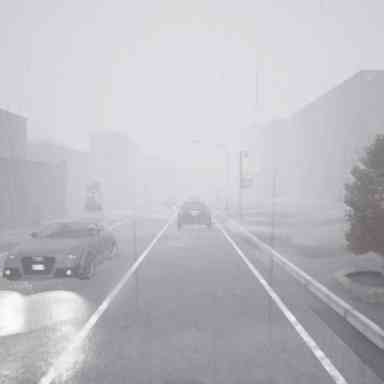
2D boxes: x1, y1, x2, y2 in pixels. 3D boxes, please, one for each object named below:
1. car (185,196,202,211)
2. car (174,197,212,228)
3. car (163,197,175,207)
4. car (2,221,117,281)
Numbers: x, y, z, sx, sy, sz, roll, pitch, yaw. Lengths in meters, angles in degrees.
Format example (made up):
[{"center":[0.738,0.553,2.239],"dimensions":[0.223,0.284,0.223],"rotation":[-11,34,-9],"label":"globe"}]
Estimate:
[{"center":[0.144,1.356,42.408],"dimensions":[2.097,1.767,4.553],"rotation":[0,0,0],"label":"car"},{"center":[0.153,1.336,22.018],"dimensions":[2.097,1.767,4.553],"rotation":[0,0,0],"label":"car"},{"center":[-3.332,1.506,51.676],"dimensions":[1.882,1.535,5.008],"rotation":[0,0,1],"label":"car"},{"center":[-3.560,1.556,9.707],"dimensions":[1.994,1.385,4.181],"rotation":[0,0,0],"label":"car"}]
